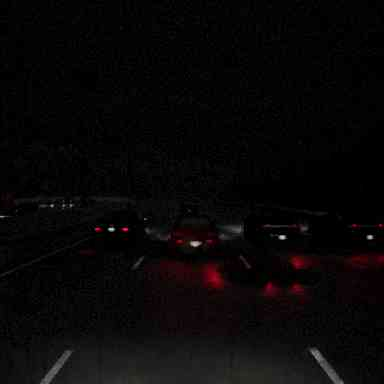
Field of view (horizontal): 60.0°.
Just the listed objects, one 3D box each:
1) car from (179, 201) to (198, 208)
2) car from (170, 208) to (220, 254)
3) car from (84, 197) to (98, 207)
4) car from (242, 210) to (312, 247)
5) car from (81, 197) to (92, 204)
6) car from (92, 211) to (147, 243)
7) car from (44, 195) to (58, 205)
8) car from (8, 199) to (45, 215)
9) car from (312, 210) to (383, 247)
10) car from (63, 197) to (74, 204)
[{"bbox_3d":[-0.357,1.683,35.400,1.882,1.535,5.008,0,0,-2],"label":"car"},{"bbox_3d":[0.095,1.606,13.703,1.812,1.442,4.674,0,0,0],"label":"car"},{"bbox_3d":[-15.631,1.782,50.853,1.837,1.490,4.892,0,0,-6],"label":"car"},{"bbox_3d":[3.575,1.588,15.626,2.128,1.511,4.902,0,0,0],"label":"car"},{"bbox_3d":[-23.691,1.859,74.957,2.033,1.411,5.357,0,0,-15],"label":"car"},{"bbox_3d":[-3.413,1.640,16.506,2.033,1.411,5.357,0,0,0],"label":"car"},{"bbox_3d":[-29.513,1.574,69.439,2.150,2.045,5.566,0,0,-13],"label":"car"},{"bbox_3d":[-18.096,1.754,36.095,1.994,1.385,4.181,0,0,-2],"label":"car"},{"bbox_3d":[7.075,1.592,15.671,2.128,1.511,4.902,0,0,0],"label":"car"},{"bbox_3d":[-26.315,1.837,71.069,1.837,1.490,4.892,0,0,-13],"label":"car"}]
